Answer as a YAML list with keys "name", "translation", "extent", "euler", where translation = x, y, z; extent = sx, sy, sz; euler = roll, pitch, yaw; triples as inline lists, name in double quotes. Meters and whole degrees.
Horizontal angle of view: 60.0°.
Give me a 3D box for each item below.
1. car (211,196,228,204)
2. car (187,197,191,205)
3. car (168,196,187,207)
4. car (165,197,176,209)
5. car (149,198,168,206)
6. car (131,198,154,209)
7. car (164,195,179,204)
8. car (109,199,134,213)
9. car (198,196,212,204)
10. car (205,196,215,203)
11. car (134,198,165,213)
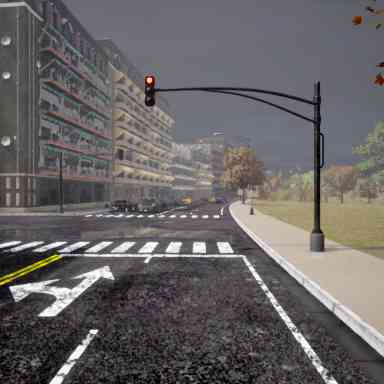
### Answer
- name: "car"
  translation: [5.722, 1.783, 68.634]
  extent: [2.033, 1.411, 5.357]
  euler: [0, 0, 9]
- name: "car"
  translation: [-1.358, 1.691, 65.569]
  extent: [1.882, 1.535, 5.008]
  euler: [0, 0, 9]
- name: "car"
  translation: [-2.670, 1.713, 56.674]
  extent: [2.033, 1.411, 5.357]
  euler: [0, 0, 8]
- name: "car"
  translation: [-3.892, 1.722, 47.101]
  extent: [1.895, 1.301, 4.718]
  euler: [0, 0, 7]
- name: "car"
  translation: [-5.738, 1.719, 58.147]
  extent: [2.033, 1.411, 5.357]
  euler: [0, 0, 8]
- name: "car"
  translation: [-7.045, 1.672, 48.075]
  extent: [2.033, 1.411, 5.357]
  euler: [0, 0, 6]
- name: "car"
  translation: [-4.211, 1.579, 68.281]
  extent: [2.097, 1.767, 4.553]
  euler: [0, 0, 9]
- name: "car"
  translation: [-8.037, 1.586, 38.379]
  extent: [1.837, 1.490, 4.892]
  euler: [0, 0, 5]
- name: "car"
  translation: [2.509, 1.728, 69.124]
  extent: [2.128, 1.511, 4.902]
  euler: [0, 0, 9]
- name: "car"
  translation: [4.335, 1.730, 79.323]
  extent: [1.882, 1.535, 5.008]
  euler: [0, 0, 12]
- name: "car"
  translation: [-4.793, 1.433, 38.154]
  extent: [2.097, 1.767, 4.553]
  euler: [0, 0, 5]
